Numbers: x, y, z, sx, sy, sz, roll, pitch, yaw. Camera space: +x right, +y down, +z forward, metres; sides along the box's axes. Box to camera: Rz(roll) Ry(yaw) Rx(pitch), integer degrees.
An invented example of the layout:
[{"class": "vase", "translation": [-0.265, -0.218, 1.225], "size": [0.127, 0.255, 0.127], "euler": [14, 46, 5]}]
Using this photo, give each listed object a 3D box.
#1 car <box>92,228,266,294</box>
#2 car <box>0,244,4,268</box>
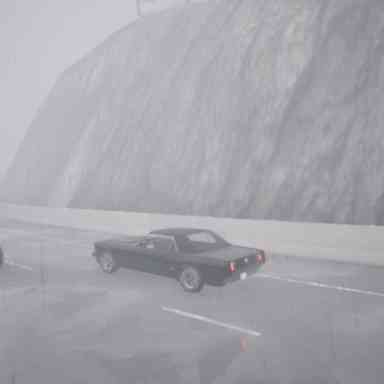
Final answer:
[{"class": "car", "translation": [-0.578, 1.620, 8.910], "size": [4.718, 1.301, 1.895], "euler": [0, 0, 38]}, {"class": "car", "translation": [-7.333, 1.581, 9.892], "size": [4.181, 1.385, 1.994], "euler": [0, 0, 40]}]
